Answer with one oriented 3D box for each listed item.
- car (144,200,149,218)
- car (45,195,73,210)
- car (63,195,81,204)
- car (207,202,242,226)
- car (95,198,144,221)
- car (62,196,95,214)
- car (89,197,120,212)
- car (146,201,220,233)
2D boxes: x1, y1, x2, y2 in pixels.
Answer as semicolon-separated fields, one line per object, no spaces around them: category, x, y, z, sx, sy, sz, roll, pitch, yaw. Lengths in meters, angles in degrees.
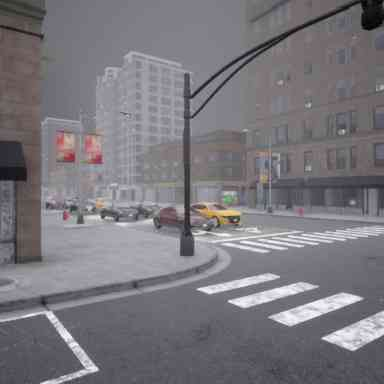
car;-4.199;1.485;30.051;1.812;1.442;4.674;0;0;-36
car;-17.429;1.289;42.874;2.097;1.767;4.553;0;0;-35
car;-21.711;1.408;60.187;1.837;1.490;4.892;0;0;-36
car;1.244;1.451;22.488;1.882;1.535;5.008;0;0;-35
car;-5.988;1.492;26.975;1.812;1.442;4.674;0;0;-36
car;-11.433;1.444;34.509;2.128;1.511;4.902;0;0;-36
car;-10.136;1.422;38.272;1.882;1.535;5.008;0;0;-36
car;-0.667;1.505;19.601;1.812;1.442;4.674;0;0;-35
